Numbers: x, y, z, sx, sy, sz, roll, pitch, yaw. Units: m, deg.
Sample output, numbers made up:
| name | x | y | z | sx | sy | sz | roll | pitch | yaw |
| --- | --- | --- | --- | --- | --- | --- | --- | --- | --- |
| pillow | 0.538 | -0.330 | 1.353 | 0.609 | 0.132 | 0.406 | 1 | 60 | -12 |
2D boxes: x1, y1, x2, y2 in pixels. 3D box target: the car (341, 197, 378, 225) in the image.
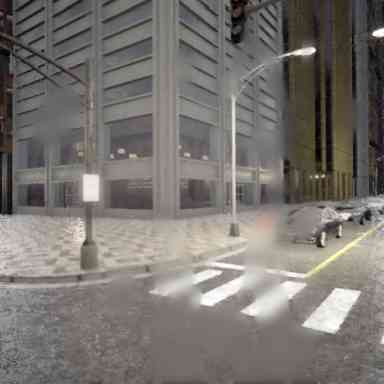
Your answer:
| name | x | y | z | sx | sy | sz | roll | pitch | yaw |
| --- | --- | --- | --- | --- | --- | --- | --- | --- | --- |
| car | 10.568 | 1.271 | 21.944 | 2.128 | 1.511 | 4.902 | -1 | 0 | 36 |

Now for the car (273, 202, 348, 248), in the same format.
| name | x | y | z | sx | sy | sz | roll | pitch | yaw |
| --- | --- | --- | --- | --- | --- | --- | --- | --- | --- |
| car | 5.082 | 1.379 | 14.310 | 1.837 | 1.490 | 4.892 | -1 | 0 | 36 |

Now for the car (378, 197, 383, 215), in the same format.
| name | x | y | z | sx | sy | sz | roll | pitch | yaw |
| --- | --- | --- | --- | --- | --- | --- | --- | --- | --- |
| car | 16.373 | 1.209 | 30.010 | 1.812 | 1.442 | 4.674 | -1 | 0 | 36 |
